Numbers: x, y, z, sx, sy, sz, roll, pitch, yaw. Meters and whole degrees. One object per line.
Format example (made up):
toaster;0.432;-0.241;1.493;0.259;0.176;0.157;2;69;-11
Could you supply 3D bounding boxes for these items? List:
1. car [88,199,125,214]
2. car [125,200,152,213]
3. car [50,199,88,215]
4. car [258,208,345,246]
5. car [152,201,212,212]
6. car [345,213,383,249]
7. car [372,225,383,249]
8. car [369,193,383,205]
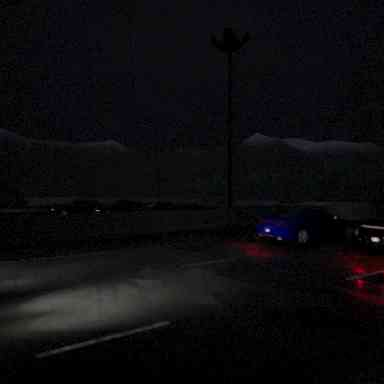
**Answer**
car;-6.143;1.444;28.945;4.892;1.490;1.837;0;0;-31
car;-2.698;1.473;26.946;4.674;1.442;1.812;0;0;-30
car;-10.391;1.437;30.452;4.892;1.490;1.837;0;0;-31
car;5.292;1.455;15.171;5.008;1.535;1.882;0;0;-30
car;-0.423;1.518;24.197;4.181;1.385;1.994;0;0;-30
car;8.647;1.476;13.032;4.902;1.511;2.128;0;0;-29
car;6.999;1.540;8.105;5.357;1.411;2.033;0;0;-31
car;28.327;1.164;48.045;5.566;2.045;2.150;0;0;-17
